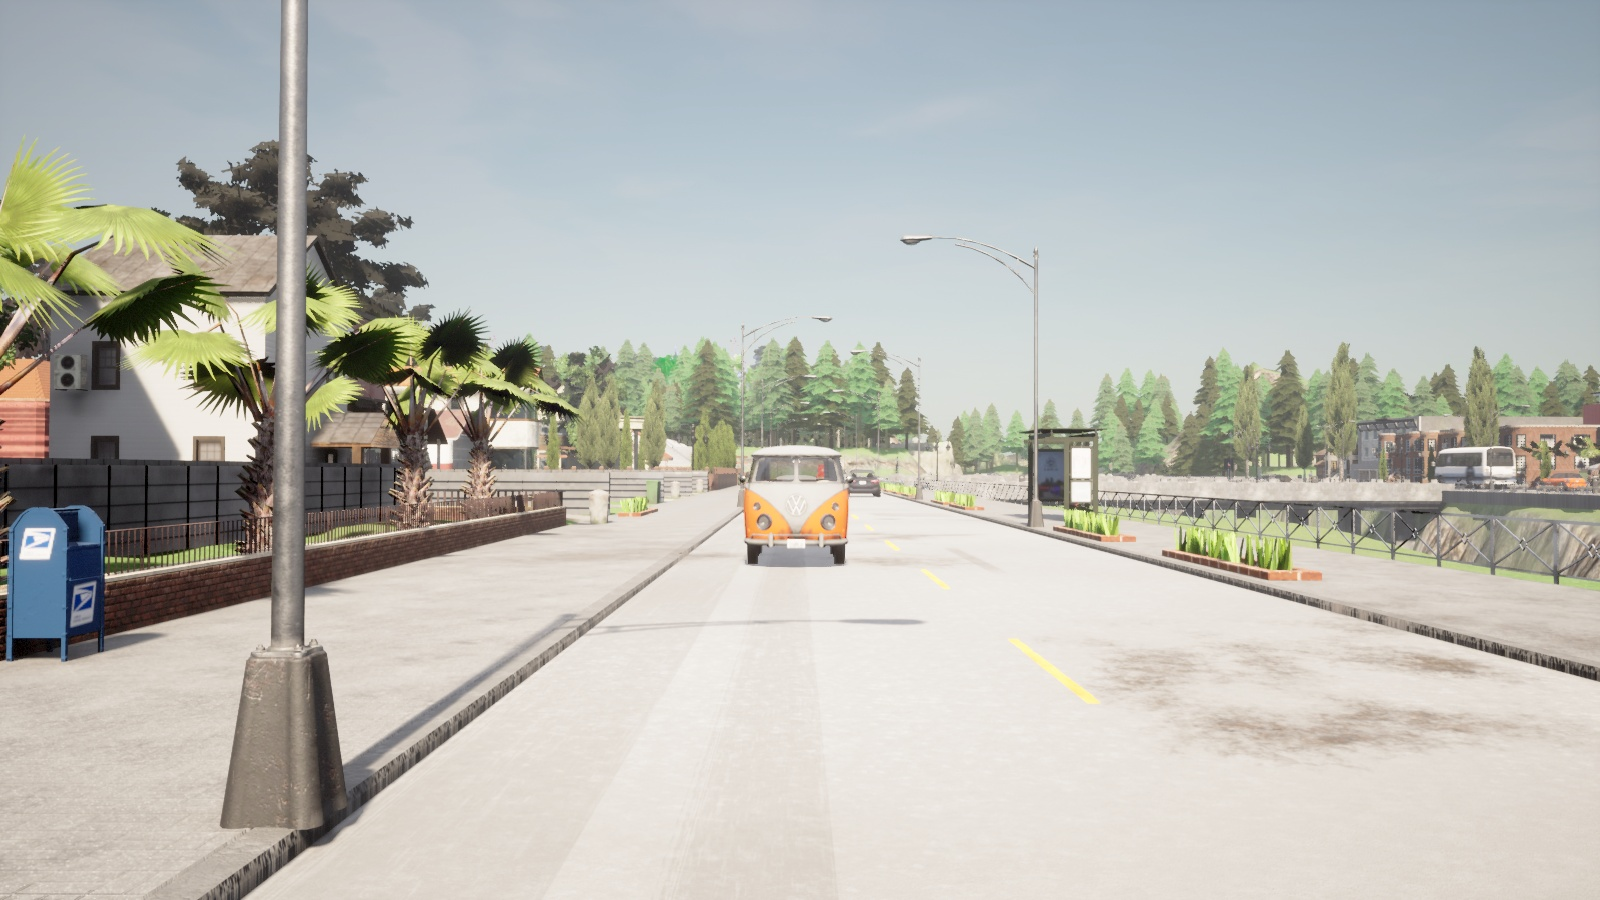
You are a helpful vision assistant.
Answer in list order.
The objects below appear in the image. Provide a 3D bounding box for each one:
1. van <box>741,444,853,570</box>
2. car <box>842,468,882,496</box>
[{"bbox_3d":[-0.057,0.938,22.115,1.775,1.987,4.442,0,-1,0],"label":"van"},{"bbox_3d":[3.803,1.948,77.874,2.242,1.667,4.611,0,-1,0],"label":"car"}]
